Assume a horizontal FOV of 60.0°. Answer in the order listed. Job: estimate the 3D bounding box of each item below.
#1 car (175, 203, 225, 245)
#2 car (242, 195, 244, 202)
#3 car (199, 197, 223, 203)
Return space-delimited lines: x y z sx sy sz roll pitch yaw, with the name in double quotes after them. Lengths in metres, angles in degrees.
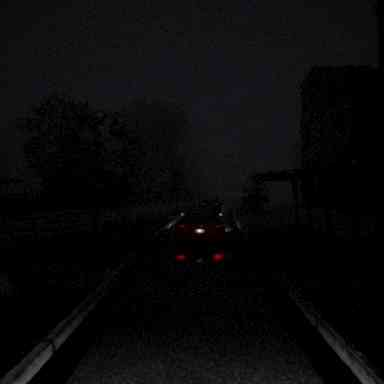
0.402 1.410 14.545 1.994 1.385 4.181 0 1 3 "car"
10.216 1.107 60.691 2.097 1.535 5.008 -1 0 13 "car"
1.650 1.166 29.419 2.128 1.511 4.902 0 0 6 "car"
